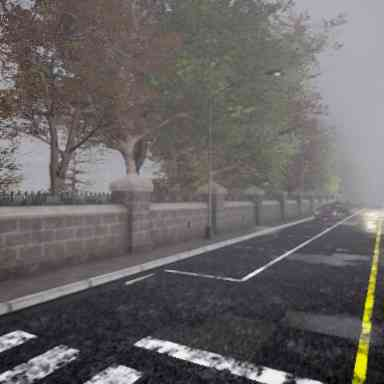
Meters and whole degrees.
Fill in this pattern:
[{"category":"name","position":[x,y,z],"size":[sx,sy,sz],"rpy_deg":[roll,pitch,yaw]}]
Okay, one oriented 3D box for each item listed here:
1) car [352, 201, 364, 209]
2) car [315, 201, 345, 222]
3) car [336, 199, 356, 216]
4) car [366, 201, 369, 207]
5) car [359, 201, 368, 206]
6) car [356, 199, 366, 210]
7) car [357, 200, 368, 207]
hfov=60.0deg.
[{"category":"car","position":[31.973,2.481,64.134],"size":[1.752,1.417,4.829],"rpy_deg":[0,-1,30]},{"category":"car","position":[12.639,1.878,30.729],"size":[1.967,1.590,4.097],"rpy_deg":[0,-1,30]},{"category":"car","position":[18.188,1.900,40.317],"size":[2.192,1.841,5.009],"rpy_deg":[0,-1,30]},{"category":"car","position":[37.606,2.676,73.868],"size":[1.947,1.339,4.313],"rpy_deg":[0,-1,30]},{"category":"car","position":[43.154,2.846,83.454],"size":[1.802,1.307,4.206],"rpy_deg":[0,-1,30]},{"category":"car","position":[29.285,2.198,59.491],"size":[2.192,1.841,5.009],"rpy_deg":[0,-1,30]},{"category":"car","position":[40.381,2.627,78.662],"size":[1.967,1.590,4.097],"rpy_deg":[0,-1,30]}]
